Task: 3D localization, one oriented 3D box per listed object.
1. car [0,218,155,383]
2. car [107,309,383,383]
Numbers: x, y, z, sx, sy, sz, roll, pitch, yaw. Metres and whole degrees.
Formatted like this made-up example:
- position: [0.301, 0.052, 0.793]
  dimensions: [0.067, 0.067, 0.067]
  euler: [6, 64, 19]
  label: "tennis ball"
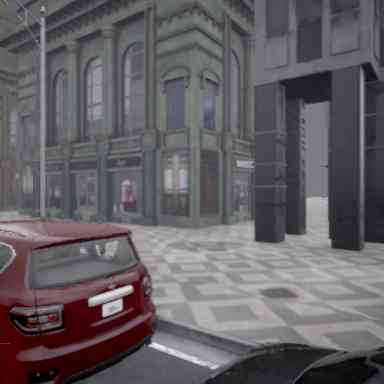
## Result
- position: [-2.795, 1.324, 4.953]
  dimensions: [5.009, 1.841, 2.192]
  euler: [0, 0, 36]
  label: "car"
- position: [1.795, 1.565, 1.680]
  dimensions: [4.313, 1.339, 1.947]
  euler: [0, 0, 36]
  label: "car"
